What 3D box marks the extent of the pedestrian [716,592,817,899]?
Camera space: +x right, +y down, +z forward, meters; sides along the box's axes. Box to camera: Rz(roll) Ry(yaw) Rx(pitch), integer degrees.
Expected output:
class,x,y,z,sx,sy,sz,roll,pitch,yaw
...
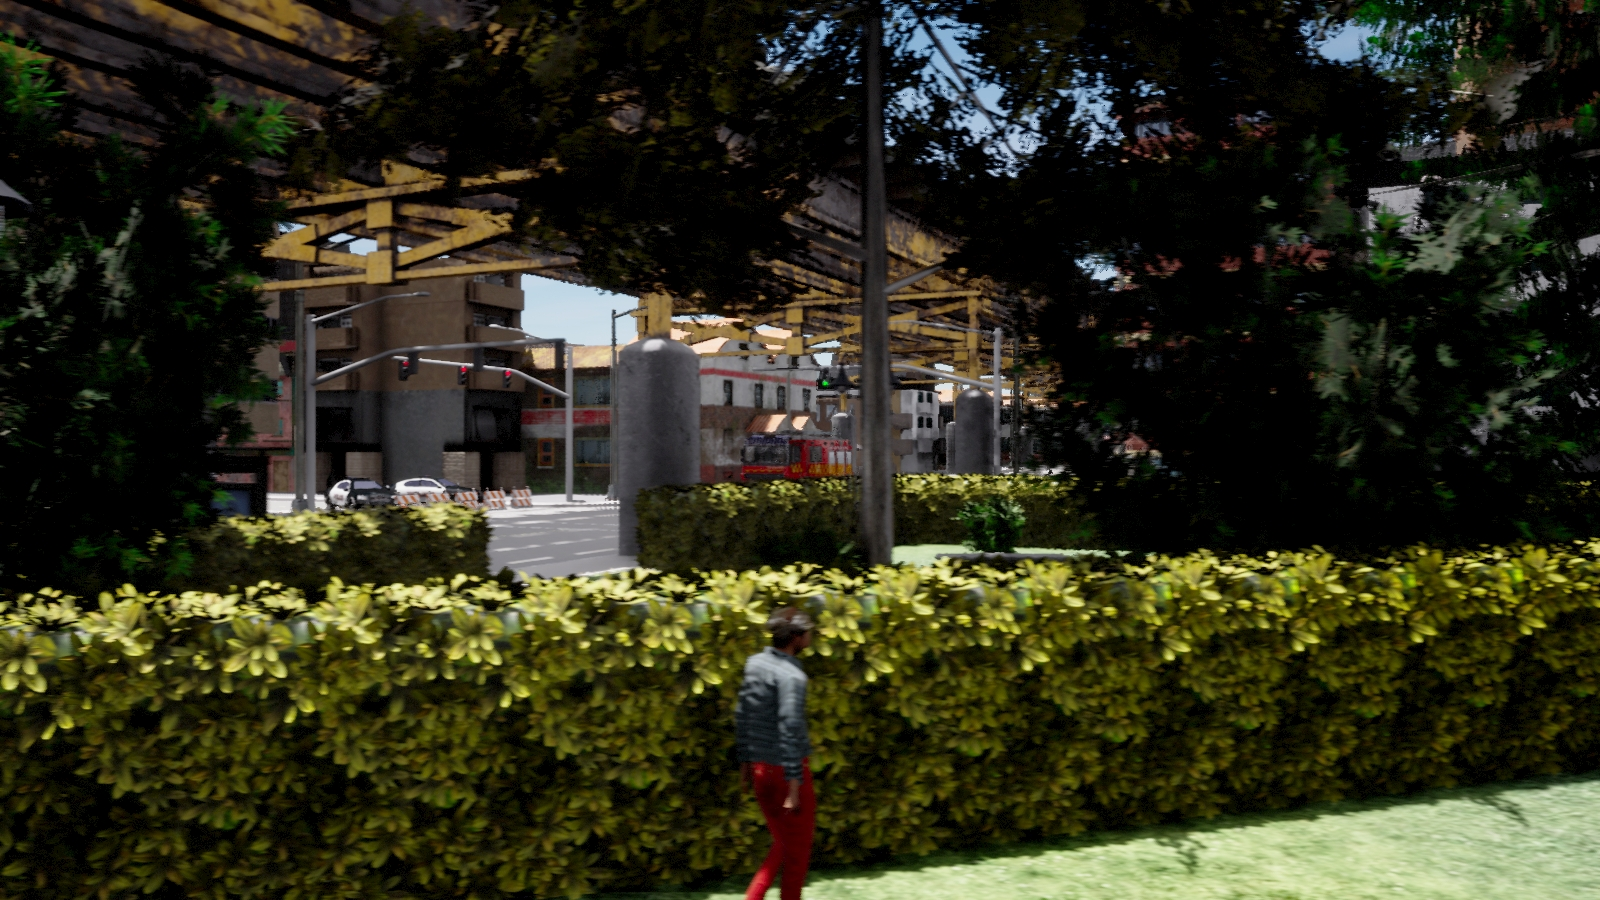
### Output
class,x,y,z,sx,sy,sz,roll,pitch,yaw
pedestrian,-0.177,1.701,5.925,0.375,1.860,0.375,0,0,-38

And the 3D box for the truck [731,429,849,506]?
class,x,y,z,sx,sy,sz,roll,pitch,yaw
truck,-0.364,0.891,61.181,2.891,3.827,8.468,0,0,25
